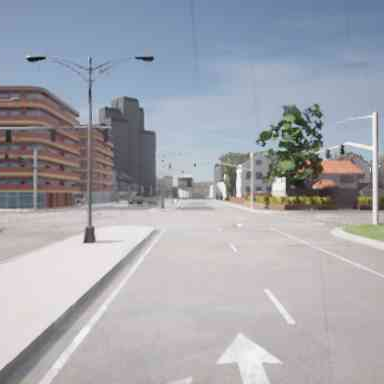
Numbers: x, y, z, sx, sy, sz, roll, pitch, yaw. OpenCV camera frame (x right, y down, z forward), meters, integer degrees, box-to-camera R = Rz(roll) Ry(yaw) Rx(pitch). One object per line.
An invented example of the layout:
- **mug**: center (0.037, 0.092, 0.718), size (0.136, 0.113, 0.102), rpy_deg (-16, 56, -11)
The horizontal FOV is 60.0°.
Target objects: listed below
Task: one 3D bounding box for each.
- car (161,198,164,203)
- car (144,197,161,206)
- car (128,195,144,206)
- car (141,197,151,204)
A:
- **car**: center (-8.018, 2.177, 83.420), size (1.895, 1.301, 4.718), rpy_deg (0, 0, 0)
- **car**: center (-8.015, 2.004, 67.688), size (1.837, 1.490, 4.892), rpy_deg (0, 0, 0)
- **car**: center (-11.515, 1.729, 67.665), size (2.150, 2.045, 5.566), rpy_deg (0, 0, 0)
- **car**: center (-11.518, 2.082, 83.454), size (1.837, 1.490, 4.892), rpy_deg (0, 0, 0)
